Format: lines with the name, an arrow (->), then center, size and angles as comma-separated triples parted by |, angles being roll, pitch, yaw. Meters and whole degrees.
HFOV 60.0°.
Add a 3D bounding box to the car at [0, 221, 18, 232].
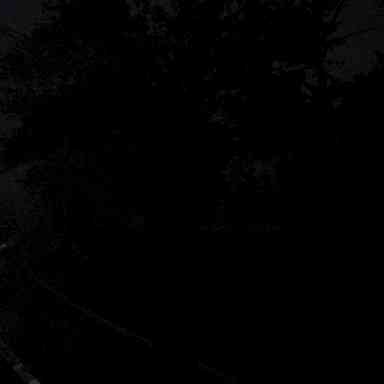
car -> -23.539, 4.410, 42.757 | 2.033, 1.411, 5.357 | 1, -6, -25
